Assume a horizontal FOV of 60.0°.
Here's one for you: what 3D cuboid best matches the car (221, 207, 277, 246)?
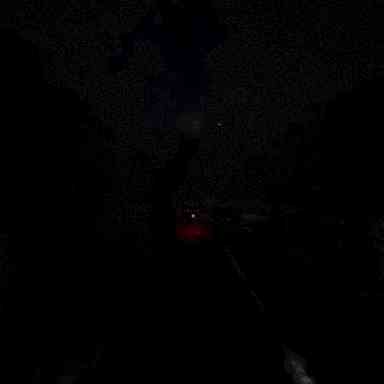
[{"bbox_3d":[2.627,1.599,15.350,1.887,1.381,4.507,-1,0,0],"label":"car"}]

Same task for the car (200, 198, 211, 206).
[{"bbox_3d":[2.628,1.838,64.008,1.887,1.381,4.507,-1,0,0],"label":"car"}]

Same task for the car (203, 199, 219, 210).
[{"bbox_3d":[2.627,1.752,47.789,2.008,1.369,4.403,-1,0,0],"label":"car"}]

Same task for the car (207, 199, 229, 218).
[{"bbox_3d":[2.627,1.687,31.570,1.947,1.339,4.313,-1,0,0],"label":"car"}]

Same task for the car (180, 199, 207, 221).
[{"bbox_3d":[0.097,1.611,28.195,1.837,1.490,4.892,0,0,0],"label":"car"}]

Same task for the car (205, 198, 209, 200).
[{"bbox_3d":[2.627,1.697,36.976,2.008,1.369,4.403,-1,0,0],"label":"car"}]

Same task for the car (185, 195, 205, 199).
[{"bbox_3d":[0.088,1.382,39.386,2.150,2.045,5.566,0,0,1],"label":"car"}]
